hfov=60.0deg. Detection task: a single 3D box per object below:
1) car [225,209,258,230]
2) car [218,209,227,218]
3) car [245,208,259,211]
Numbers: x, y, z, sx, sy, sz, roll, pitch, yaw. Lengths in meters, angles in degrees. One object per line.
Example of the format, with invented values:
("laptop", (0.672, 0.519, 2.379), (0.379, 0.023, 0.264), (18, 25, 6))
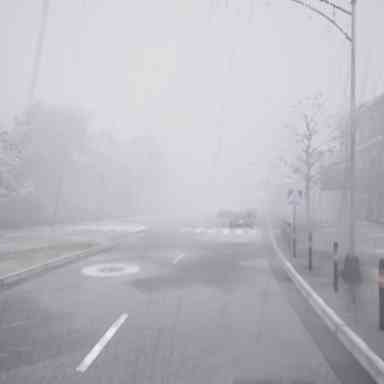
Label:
("car", (4.225, 2.354, 27.870), (1.994, 1.385, 4.181), (0, -2, 12))
("car", (4.846, 2.969, 46.321), (1.895, 1.301, 4.718), (0, -2, 12))
("car", (8.187, 2.908, 46.372), (2.128, 1.511, 4.902), (0, -2, 13))
